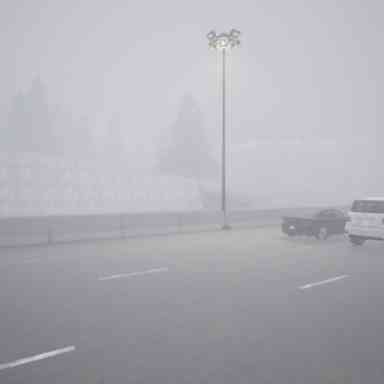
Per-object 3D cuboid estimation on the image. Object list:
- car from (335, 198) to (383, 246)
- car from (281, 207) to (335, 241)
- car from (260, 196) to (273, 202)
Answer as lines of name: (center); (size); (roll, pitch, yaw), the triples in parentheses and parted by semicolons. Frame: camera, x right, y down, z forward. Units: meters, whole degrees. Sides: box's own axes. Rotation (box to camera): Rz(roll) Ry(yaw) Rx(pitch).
car: (8.873, 1.269, 14.382); (5.566, 2.045, 2.150); (1, 0, -35)
car: (6.758, 1.528, 17.176); (5.008, 1.535, 1.882); (0, 0, -35)
car: (18.185, 1.652, 81.375); (2.033, 1.411, 5.357); (0, 1, -5)
